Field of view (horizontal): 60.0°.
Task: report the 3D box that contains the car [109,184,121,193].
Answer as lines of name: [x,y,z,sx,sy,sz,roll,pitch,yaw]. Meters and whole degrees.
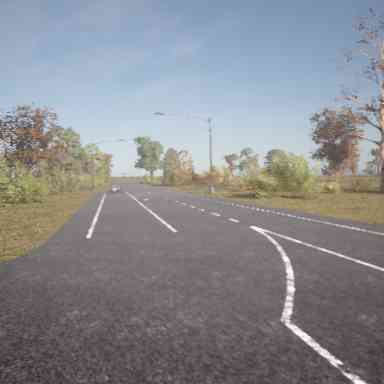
car: [-13.259,-0.617,57.259,2.128,1.511,4.902,-2,3,-12]
